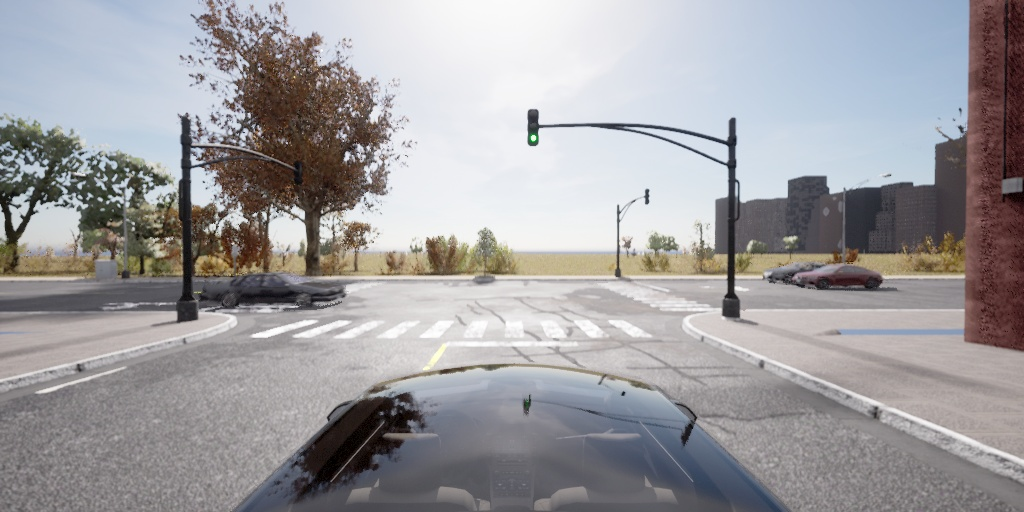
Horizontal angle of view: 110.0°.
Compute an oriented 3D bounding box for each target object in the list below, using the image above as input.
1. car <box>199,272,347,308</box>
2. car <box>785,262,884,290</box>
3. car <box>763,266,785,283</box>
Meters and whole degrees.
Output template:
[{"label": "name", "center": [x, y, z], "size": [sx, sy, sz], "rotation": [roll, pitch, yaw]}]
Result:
[{"label": "car", "center": [-10.092, 1.406, 15.346], "size": [5.357, 1.411, 2.033], "rotation": [0, 1, -1]}, {"label": "car", "center": [19.927, 1.261, 21.998], "size": [4.674, 1.442, 1.812], "rotation": [0, 1, 1]}, {"label": "car", "center": [20.429, 1.187, 25.241], "size": [4.902, 1.511, 2.128], "rotation": [0, 1, 1]}]
